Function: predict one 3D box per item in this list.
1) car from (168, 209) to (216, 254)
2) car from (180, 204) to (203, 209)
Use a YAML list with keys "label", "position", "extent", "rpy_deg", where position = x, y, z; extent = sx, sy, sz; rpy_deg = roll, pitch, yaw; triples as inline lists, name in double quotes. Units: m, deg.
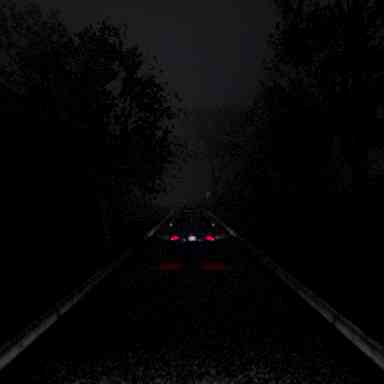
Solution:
- label: "car"
  position: [0.006, 1.681, 14.004]
  extent: [2.033, 1.411, 5.357]
  rpy_deg: [0, -1, 0]
- label: "car"
  position: [-0.054, 1.770, 29.314]
  extent: [2.128, 1.511, 4.902]
  rpy_deg: [0, 0, 0]
